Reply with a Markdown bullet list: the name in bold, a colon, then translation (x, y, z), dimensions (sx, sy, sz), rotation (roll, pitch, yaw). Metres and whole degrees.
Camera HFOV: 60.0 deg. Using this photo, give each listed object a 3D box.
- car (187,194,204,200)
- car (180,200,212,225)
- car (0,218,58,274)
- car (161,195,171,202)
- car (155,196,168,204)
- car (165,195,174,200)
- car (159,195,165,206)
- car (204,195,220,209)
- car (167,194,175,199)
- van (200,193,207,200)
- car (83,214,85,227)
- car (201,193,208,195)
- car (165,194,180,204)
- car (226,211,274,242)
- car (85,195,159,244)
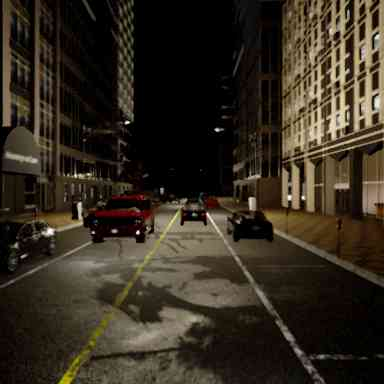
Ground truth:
- **car**: translation (0.139, 1.418, 41.590), dimensions (1.882, 1.535, 5.008), rotation (0, 0, 0)
- **car**: translation (0.123, 1.515, 23.984), dimensions (2.033, 1.411, 5.357), rotation (0, 0, 0)
- **car**: translation (-5.681, 1.538, 10.378), dimensions (2.008, 1.369, 4.403), rotation (0, 0, 0)
- **car**: translation (-5.622, 1.420, 73.070), dimensions (1.947, 1.339, 4.313), rotation (0, 0, 0)
- **car**: translation (-5.634, 1.446, 61.666), dimensions (1.887, 1.381, 4.507), rotation (0, 0, 0)
- **car**: translation (-5.691, 1.353, 84.466), dimensions (1.947, 1.339, 4.313), rotation (0, 0, 0)
- **car**: translation (-5.645, 1.478, 50.265), dimensions (2.008, 1.369, 4.403), rotation (0, 0, 0)
- **car**: translation (2.731, 1.480, 44.559), dimensions (1.887, 1.381, 4.507), rotation (0, 0, 0)
- **car**: translation (-5.733, 1.269, 91.700), dimensions (1.752, 1.417, 4.829), rotation (0, 0, 0)
- **van**: translation (2.852, 1.129, 84.459), dimensions (1.690, 1.788, 3.998), rotation (0, 0, 0)
- **car**: translation (-5.671, 1.411, 21.775), dimensions (1.967, 1.590, 4.097), rotation (0, 0, 0)
- **car**: translation (2.747, 1.452, 61.658), dimensions (2.008, 1.369, 4.403), rotation (0, 0, 0)
- **car**: translation (-2.948, 1.172, 57.334), dimensions (2.033, 1.411, 5.357), rotation (0, 0, 0)
- **car**: translation (2.705, 1.545, 16.070), dimensions (1.947, 1.339, 4.313), rotation (0, 0, 0)
- **car**: translation (-3.085, 1.201, 16.004), dimensions (2.150, 2.045, 5.566), rotation (0, 0, 0)
